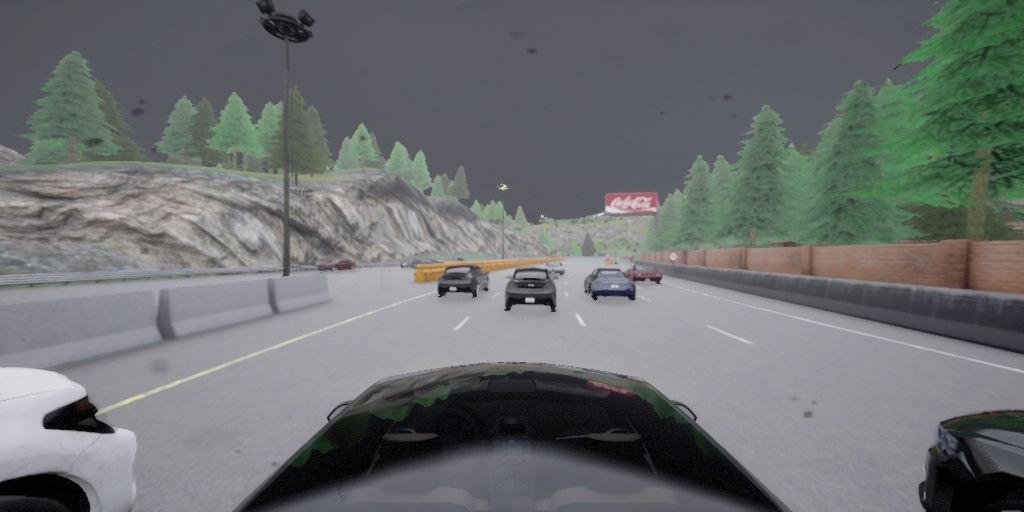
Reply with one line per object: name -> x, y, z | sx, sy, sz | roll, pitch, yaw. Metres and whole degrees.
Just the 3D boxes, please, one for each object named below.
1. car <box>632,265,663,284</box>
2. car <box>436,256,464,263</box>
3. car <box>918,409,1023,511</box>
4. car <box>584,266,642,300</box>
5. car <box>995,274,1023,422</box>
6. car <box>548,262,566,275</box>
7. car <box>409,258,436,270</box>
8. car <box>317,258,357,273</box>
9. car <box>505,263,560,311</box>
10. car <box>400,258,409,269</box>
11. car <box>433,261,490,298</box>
car -> 9.395, 1.284, 25.950 | 1.895, 1.301, 4.718 | 0, 0, 10
car -> -7.681, 0.911, 46.964 | 2.097, 1.767, 4.553 | 0, 0, 14
car -> 3.665, 1.256, 0.335 | 2.128, 1.511, 4.902 | 0, 0, 0
car -> 4.647, 1.267, 17.426 | 1.994, 1.385, 4.181 | 0, 0, 6
car -> 7.185, 1.118, 2.279 | 2.097, 1.767, 4.553 | 0, 0, 0
car -> 4.328, 1.233, 35.955 | 1.895, 1.301, 4.718 | 0, 0, 12
car -> -11.125, 1.096, 47.608 | 2.033, 1.411, 5.357 | 0, 0, 14
car -> -19.862, 1.029, 40.885 | 1.882, 1.535, 5.008 | 0, 0, 13
car -> 0.803, 1.205, 14.346 | 1.837, 1.490, 4.892 | 0, 0, 5
car -> -13.965, 1.022, 50.745 | 2.128, 1.511, 4.902 | 0, 0, 14
car -> -2.322, 1.187, 18.163 | 1.837, 1.490, 4.892 | 0, 0, 6
